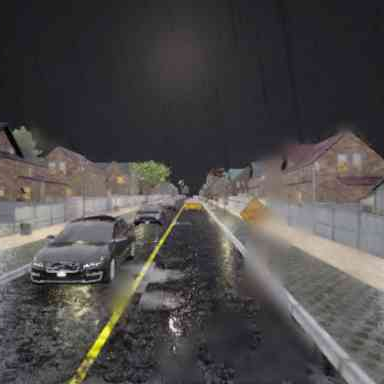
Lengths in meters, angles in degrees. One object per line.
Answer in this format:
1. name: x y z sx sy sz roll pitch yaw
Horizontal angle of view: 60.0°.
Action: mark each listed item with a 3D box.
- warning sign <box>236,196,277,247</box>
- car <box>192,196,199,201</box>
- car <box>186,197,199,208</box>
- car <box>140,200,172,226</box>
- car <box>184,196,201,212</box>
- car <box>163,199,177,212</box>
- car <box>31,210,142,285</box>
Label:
1. warning sign: 2.488 1.122 12.994 1.300 1.860 1.060 -2 -2 0
2. car: 0.948 1.721 90.992 1.812 1.442 4.674 0 0 0
3. car: 0.086 1.574 49.841 1.837 1.490 4.892 0 0 0
4. car: -2.849 1.567 23.884 2.033 1.411 5.357 0 0 0
5. car: 0.093 1.522 39.054 1.882 1.535 5.008 0 0 0
6. car: -2.764 1.525 39.568 1.882 1.535 5.008 0 0 0
7. car: -2.852 1.507 9.693 1.837 1.490 4.892 0 1 0
